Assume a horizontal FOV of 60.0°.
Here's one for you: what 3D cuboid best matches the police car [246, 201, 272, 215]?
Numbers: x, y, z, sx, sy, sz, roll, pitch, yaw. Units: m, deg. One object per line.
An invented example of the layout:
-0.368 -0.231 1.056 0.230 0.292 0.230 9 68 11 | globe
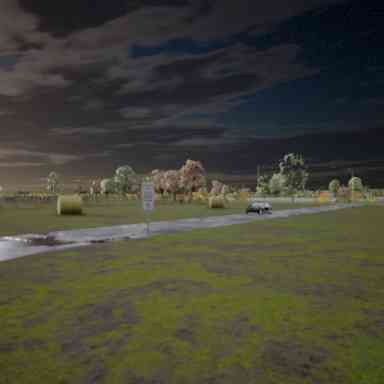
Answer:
8.369 1.942 41.603 1.930 1.638 5.238 -1 -1 35 | police car
